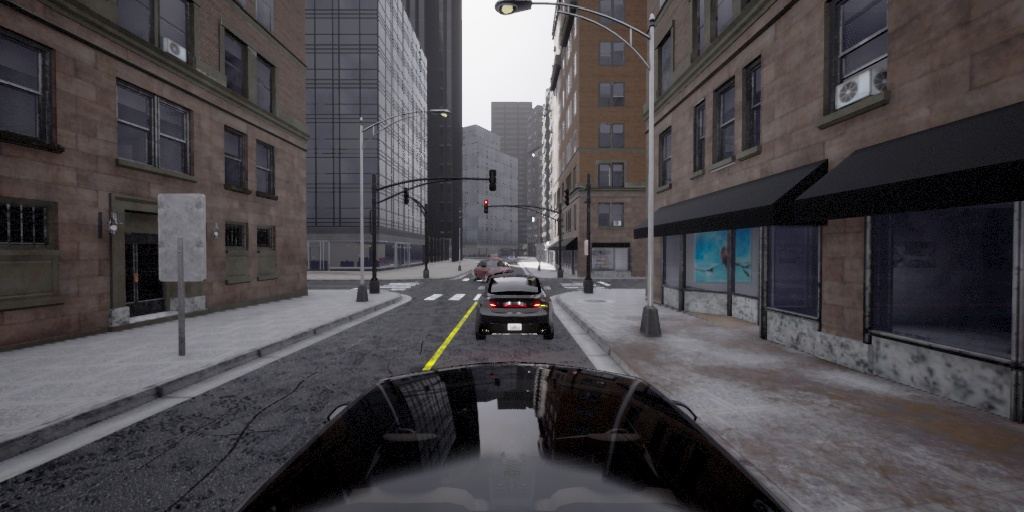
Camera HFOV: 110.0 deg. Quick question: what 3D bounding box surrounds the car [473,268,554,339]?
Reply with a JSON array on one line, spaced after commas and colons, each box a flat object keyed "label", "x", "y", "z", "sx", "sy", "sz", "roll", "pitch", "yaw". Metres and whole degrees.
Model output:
[{"label": "car", "x": 0.068, "y": 1.252, "z": 10.001, "sx": 1.837, "sy": 1.490, "sz": 4.892, "roll": 0, "pitch": 0, "yaw": 0}]

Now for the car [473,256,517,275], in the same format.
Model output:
[{"label": "car", "x": -1.443, "y": 1.078, "z": 27.150, "sx": 2.097, "sy": 1.767, "sz": 4.553, "roll": 0, "pitch": 0, "yaw": -23}]

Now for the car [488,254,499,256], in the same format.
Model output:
[{"label": "car", "x": -3.157, "y": 0.663, "z": 61.163, "sx": 2.150, "sy": 2.045, "sz": 5.566, "roll": 0, "pitch": 1, "yaw": 0}]
